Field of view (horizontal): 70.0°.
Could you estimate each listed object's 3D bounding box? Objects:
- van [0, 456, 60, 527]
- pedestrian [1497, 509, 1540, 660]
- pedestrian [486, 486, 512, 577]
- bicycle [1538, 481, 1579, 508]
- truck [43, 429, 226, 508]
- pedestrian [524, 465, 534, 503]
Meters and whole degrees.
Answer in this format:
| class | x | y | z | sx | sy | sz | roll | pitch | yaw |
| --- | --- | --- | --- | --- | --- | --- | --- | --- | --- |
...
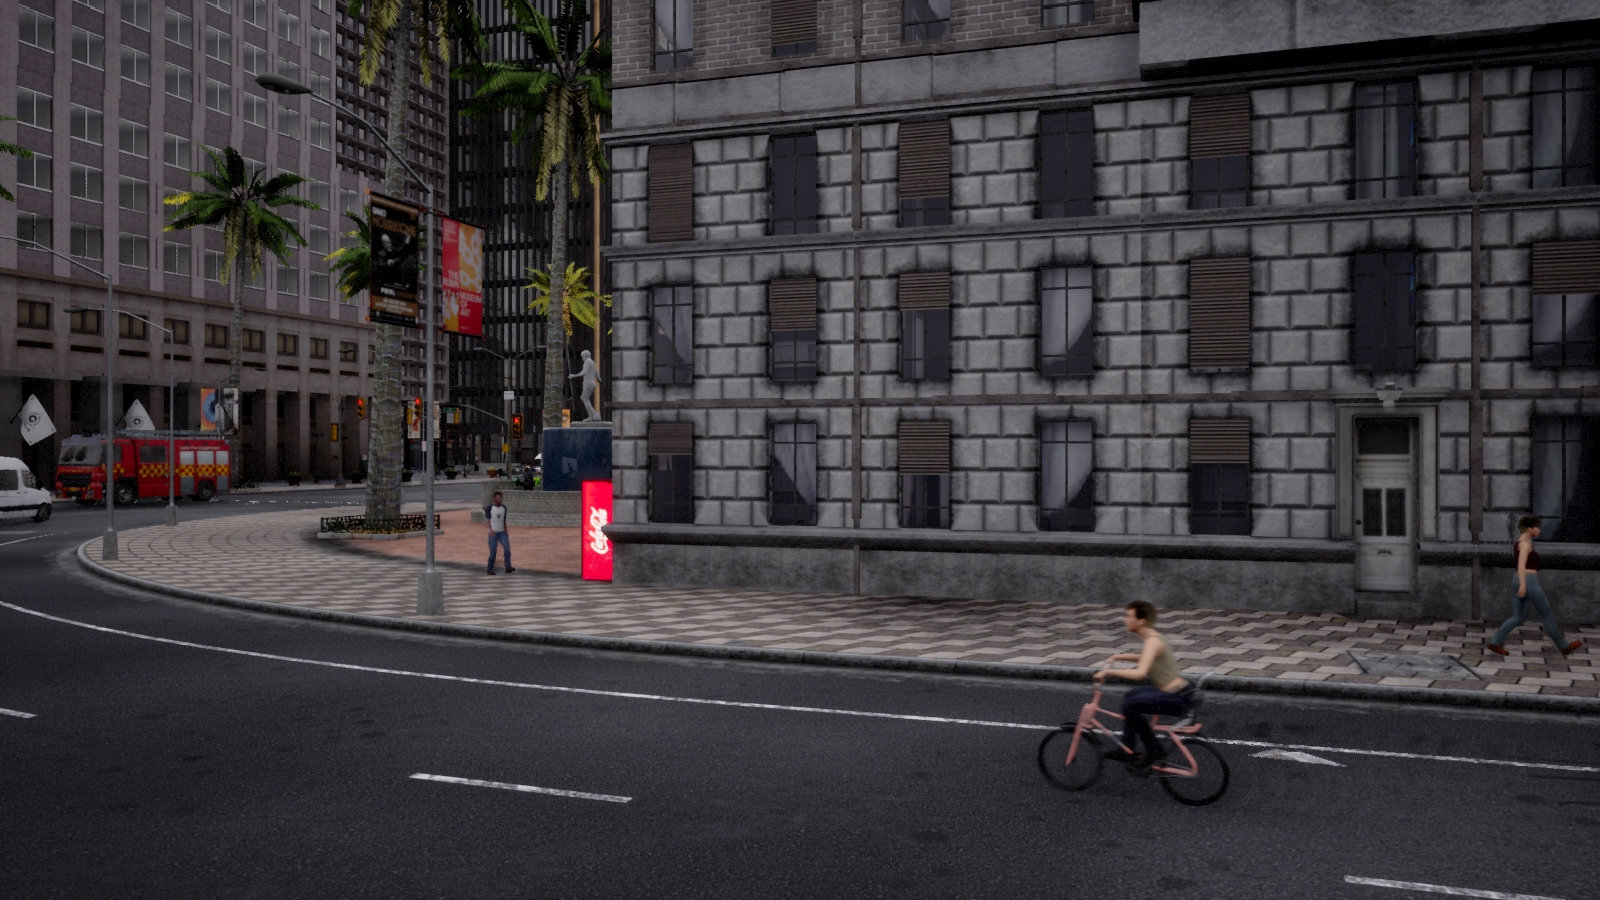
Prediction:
| class | x | y | z | sx | sy | sz | roll | pitch | yaw |
| --- | --- | --- | --- | --- | --- | --- | --- | --- | --- |
| van | -30.243 | 1.534 | 42.448 | 1.988 | 2.561 | 5.915 | 0 | 0 | -4 |
| pedestrian | 9.151 | 1.696 | 14.551 | 0.375 | 1.860 | 0.375 | 0 | 0 | 17 |
| pedestrian | -6.307 | 1.696 | 23.944 | 0.375 | 1.860 | 0.375 | 0 | 0 | -43 |
| bicycle | 38.793 | 2.268 | 58.472 | 0.329 | 1.171 | 1.835 | 7 | 3 | -15 |
| truck | -34.423 | 0.890 | 59.568 | 2.891 | 3.827 | 8.468 | 0 | 0 | 18 |
| pedestrian | -13.448 | 1.696 | 56.662 | 0.375 | 1.860 | 0.375 | 0 | 0 | 16 |
